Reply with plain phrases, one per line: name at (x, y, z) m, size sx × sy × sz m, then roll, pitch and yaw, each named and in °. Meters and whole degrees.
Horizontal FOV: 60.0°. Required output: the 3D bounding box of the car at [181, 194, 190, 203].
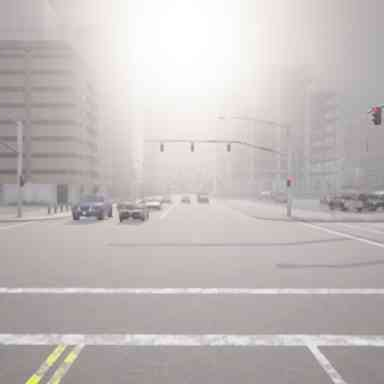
car at (-1.242, 1.562, 65.561) m, size 1.895 × 1.301 × 4.718 m, roll 0°, pitch 0°, yaw 0°

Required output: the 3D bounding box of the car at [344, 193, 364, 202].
car at (33.342, 1.113, 68.671) m, size 1.932 × 1.855 × 4.605 m, roll 0°, pitch 0°, yaw 0°

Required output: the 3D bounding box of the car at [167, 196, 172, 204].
car at (-4.763, 1.469, 62.297) m, size 1.837 × 1.490 × 4.892 m, roll 0°, pitch 0°, yaw 0°

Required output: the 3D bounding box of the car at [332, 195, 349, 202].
car at (30.659, 1.323, 68.607) m, size 1.784 × 1.438 × 3.905 m, roll 0°, pitch 0°, yaw 0°

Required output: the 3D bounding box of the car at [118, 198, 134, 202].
car at (-8.128, 1.481, 41.433) m, size 1.837 × 1.490 × 4.892 m, roll 0°, pitch 0°, yaw 0°

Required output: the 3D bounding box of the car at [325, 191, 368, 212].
car at (16.564, 1.132, 36.020) m, size 1.932 × 1.855 × 4.605 m, roll 0°, pitch 0°, yaw 0°

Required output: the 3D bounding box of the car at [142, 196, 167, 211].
car at (-4.624, 1.523, 40.741) m, size 2.033 × 1.411 × 5.357 m, roll 0°, pitch 0°, yaw 0°

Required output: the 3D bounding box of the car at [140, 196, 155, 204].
car at (-8.261, 1.455, 62.289) m, size 2.128 × 1.511 × 4.902 m, roll 0°, pitch 0°, yaw 0°

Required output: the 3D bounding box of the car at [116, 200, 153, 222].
car at (-4.442, 1.585, 25.946) m, size 1.895 × 1.301 × 4.718 m, roll 0°, pitch 0°, yaw -1°

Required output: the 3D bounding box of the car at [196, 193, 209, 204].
car at (2.264, 1.439, 64.887) m, size 1.882 × 1.535 × 5.008 m, roll 0°, pitch 0°, yaw 0°

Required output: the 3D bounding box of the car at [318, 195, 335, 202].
car at (27.764, 1.355, 68.593) m, size 1.970 × 1.475 × 3.806 m, roll 0°, pitch 0°, yaw 0°

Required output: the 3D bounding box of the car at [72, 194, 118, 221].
car at (-7.981, 1.206, 27.264) m, size 2.150 × 2.045 × 5.566 m, roll 0°, pitch 0°, yaw -1°

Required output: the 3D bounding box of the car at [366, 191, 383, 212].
car at (19.458, 1.135, 35.981) m, size 1.905 × 1.878 × 3.866 m, roll 0°, pitch 0°, yaw 0°

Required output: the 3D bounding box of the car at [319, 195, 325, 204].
car at (22.074, 1.364, 53.462) m, size 1.970 × 1.475 × 3.806 m, roll 0°, pitch 0°, yaw 0°

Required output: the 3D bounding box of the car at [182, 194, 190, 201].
car at (-1.321, 1.259, 74.631) m, size 1.882 × 1.535 × 5.008 m, roll 0°, pitch 0°, yaw 0°
